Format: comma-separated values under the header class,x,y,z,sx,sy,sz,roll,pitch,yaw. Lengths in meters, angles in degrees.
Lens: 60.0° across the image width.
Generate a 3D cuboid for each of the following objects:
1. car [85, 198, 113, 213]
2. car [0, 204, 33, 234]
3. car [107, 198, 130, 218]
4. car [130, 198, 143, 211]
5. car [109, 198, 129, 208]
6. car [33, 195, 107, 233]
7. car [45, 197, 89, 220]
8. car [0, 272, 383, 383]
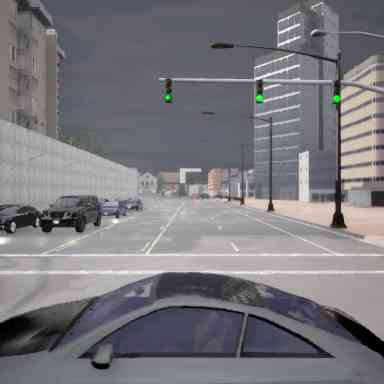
class,x,y,z,sx,sy,sz,roll,pitch,yaw
car,-10.623,1.505,38.431,1.837,1.490,4.892,0,0,0
car,-10.615,1.505,19.545,1.837,1.490,4.892,0,0,0
car,-7.121,1.526,29.819,1.812,1.442,4.674,0,0,0
car,-7.121,1.491,40.161,2.128,1.511,4.902,0,0,0
car,-10.592,1.601,48.491,1.895,1.301,4.718,0,0,0
car,-7.111,1.221,20.178,2.150,2.045,5.566,0,0,0
car,-10.621,1.352,28.613,2.097,1.767,4.553,0,0,0
car,-0.231,1.566,3.260,4.181,1.385,1.994,0,0,0
